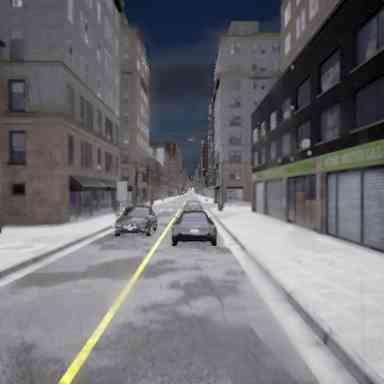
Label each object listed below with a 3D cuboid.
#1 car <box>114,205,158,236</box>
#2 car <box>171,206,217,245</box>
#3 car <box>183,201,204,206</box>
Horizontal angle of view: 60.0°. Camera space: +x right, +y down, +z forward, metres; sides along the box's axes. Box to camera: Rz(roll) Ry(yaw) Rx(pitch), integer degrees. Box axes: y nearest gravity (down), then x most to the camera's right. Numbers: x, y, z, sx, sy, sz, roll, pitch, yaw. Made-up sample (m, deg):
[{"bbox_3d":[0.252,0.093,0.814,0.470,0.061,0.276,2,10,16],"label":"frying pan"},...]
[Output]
[{"bbox_3d":[-3.000,1.537,18.559,1.837,1.490,4.892,0,0,0],"label":"car"},{"bbox_3d":[0.099,1.560,15.536,1.994,1.385,4.181,0,0,0],"label":"car"},{"bbox_3d":[0.100,1.533,30.811,2.033,1.411,5.357,0,0,0],"label":"car"}]
